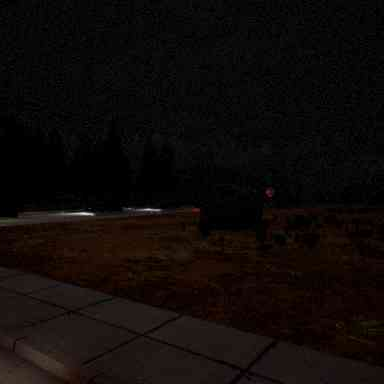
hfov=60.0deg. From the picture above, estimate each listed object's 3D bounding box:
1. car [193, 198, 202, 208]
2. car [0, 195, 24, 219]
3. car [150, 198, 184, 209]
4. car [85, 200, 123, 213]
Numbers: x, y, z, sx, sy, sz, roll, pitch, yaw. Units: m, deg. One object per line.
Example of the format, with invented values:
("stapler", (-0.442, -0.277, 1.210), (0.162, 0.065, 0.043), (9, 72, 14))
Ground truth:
("car", (2.123, 1.532, 47.265), (1.837, 1.490, 4.892), (0, 0, 36))
("car", (-16.962, 1.251, 27.635), (2.150, 2.045, 5.566), (0, 0, 36))
("car", (-3.358, 1.574, 46.042), (2.033, 1.411, 5.357), (0, 0, 37))
("car", (-9.799, 1.590, 37.330), (1.994, 1.385, 4.181), (0, 0, 37))
